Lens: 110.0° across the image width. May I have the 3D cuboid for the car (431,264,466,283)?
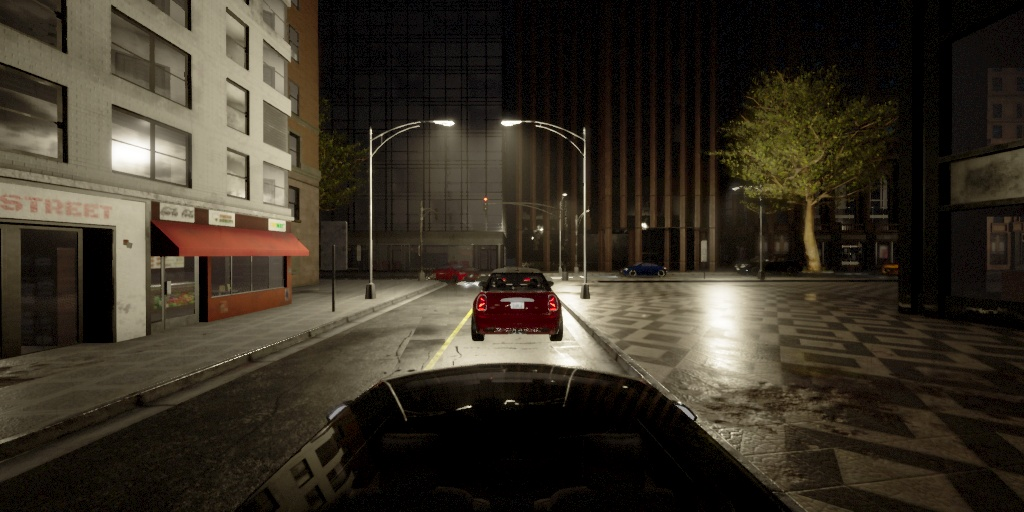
[{"bbox_3d":[-4.474,1.319,28.030,4.181,1.385,1.994,-1,-1,42],"label":"car"}]

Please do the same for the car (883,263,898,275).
[{"bbox_3d":[37.901,1.106,33.680,5.008,1.535,1.882,0,0,1],"label":"car"}]

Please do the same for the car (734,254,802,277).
[{"bbox_3d":[24.065,0.877,33.771,5.566,2.045,2.150,0,0,0],"label":"car"}]

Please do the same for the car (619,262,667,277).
[{"bbox_3d":[12.324,1.257,33.848,4.181,1.385,1.994,0,0,0],"label":"car"}]

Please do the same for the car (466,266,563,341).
[{"bbox_3d":[0.123,1.101,9.982,2.097,1.767,4.553,0,0,0],"label":"car"}]
